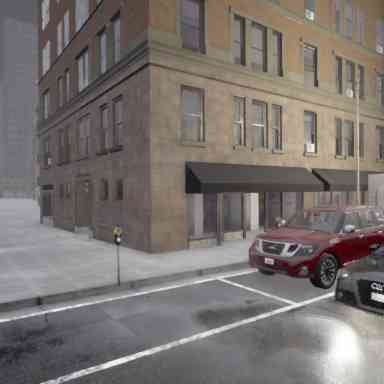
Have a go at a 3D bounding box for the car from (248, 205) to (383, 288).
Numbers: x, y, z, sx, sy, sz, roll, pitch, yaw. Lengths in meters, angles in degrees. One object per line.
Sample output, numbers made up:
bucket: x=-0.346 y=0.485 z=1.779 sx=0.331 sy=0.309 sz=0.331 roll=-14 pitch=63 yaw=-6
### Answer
car: x=3.862 y=1.313 z=9.308 sx=5.009 sy=1.841 sz=2.192 roll=0 pitch=-1 yaw=-36

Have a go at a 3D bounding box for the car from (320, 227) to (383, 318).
car: x=4.721 y=1.562 z=6.633 sx=4.181 sy=1.385 sz=1.994 roll=0 pitch=0 yaw=-36
